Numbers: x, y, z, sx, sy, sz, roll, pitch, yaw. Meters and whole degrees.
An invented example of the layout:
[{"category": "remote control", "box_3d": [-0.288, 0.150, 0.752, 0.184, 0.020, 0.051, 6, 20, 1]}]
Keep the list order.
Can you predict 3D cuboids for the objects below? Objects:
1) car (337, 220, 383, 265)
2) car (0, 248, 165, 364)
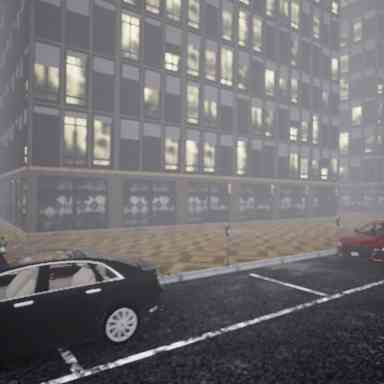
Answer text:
[{"category": "car", "box_3d": [6.768, 1.654, 11.386, 4.507, 1.381, 1.887, 1, 0, -36]}, {"category": "car", "box_3d": [-2.499, 1.557, 4.774, 4.403, 1.369, 2.008, 1, 0, -36]}]
